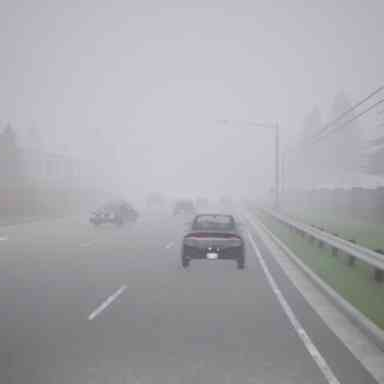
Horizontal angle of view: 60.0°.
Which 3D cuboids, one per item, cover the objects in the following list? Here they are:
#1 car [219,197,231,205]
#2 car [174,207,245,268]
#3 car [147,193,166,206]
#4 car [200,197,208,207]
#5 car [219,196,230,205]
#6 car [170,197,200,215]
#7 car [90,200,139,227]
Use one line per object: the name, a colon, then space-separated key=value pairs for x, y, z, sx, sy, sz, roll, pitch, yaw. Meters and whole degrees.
car: x=5.611 y=1.542 z=56.486 sx=1.994 sy=1.385 sz=4.181 roll=0 pitch=0 yaw=6
car: x=0.759 y=1.485 z=11.303 sx=2.128 sy=1.511 sz=4.902 roll=0 pitch=0 yaw=5
car: x=-5.500 y=1.141 z=52.082 sx=2.150 sy=2.045 sz=5.566 roll=0 pitch=1 yaw=7
car: x=1.404 y=1.506 z=50.881 sx=2.033 sy=1.411 sz=5.357 roll=0 pitch=0 yaw=7
car: x=5.985 y=1.540 z=60.642 sx=1.994 sy=1.385 sz=4.181 roll=0 pitch=0 yaw=6
car: x=-0.573 y=1.469 z=32.108 sx=1.837 sy=1.490 sz=4.892 roll=0 pitch=0 yaw=6
car: x=-5.135 y=1.494 z=22.637 sx=2.033 sy=1.411 sz=5.357 roll=0 pitch=0 yaw=6
